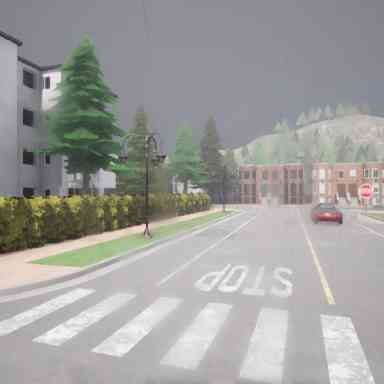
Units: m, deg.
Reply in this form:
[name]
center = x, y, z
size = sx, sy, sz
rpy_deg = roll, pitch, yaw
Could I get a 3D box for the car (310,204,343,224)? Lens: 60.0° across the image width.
[car]
center = 9.974, 1.555, 24.881
size = 1.994, 1.385, 4.181
rpy_deg = 0, 0, 17
